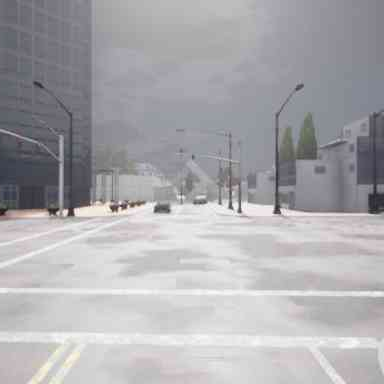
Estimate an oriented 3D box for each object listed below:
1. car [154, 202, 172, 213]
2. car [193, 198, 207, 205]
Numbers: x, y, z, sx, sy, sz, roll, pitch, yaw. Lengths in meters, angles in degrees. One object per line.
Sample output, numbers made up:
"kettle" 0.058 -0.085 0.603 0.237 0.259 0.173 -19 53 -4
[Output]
"car" -3.598 1.839 41.224 1.895 1.301 4.718 0 0 0
"car" 1.752 1.964 69.558 1.994 1.385 4.181 0 0 22
